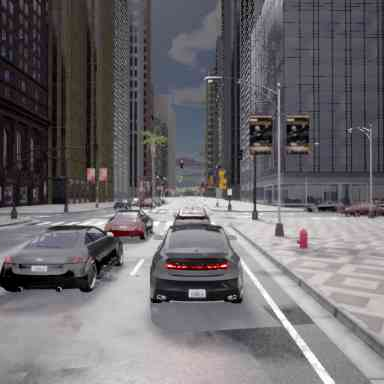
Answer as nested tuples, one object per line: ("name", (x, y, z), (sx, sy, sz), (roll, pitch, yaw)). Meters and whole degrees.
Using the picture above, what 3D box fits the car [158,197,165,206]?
("car", (-6.670, 1.655, 60.057), (2.097, 1.767, 4.553), (0, 0, 0))

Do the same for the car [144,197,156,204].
("car", (-9.881, 1.990, 78.324), (2.033, 1.411, 5.357), (0, 0, 0))

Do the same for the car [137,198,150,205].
("car", (-9.867, 1.926, 67.730), (1.994, 1.385, 4.181), (0, 0, 1))

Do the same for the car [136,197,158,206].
("car", (-6.679, 1.709, 50.020), (1.882, 1.535, 5.008), (0, 0, 0))

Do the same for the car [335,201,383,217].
("car", (15.267, 1.577, 29.235), (4.206, 1.307, 1.802), (0, 0, -1))

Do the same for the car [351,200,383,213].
("car", (20.762, 1.643, 37.856), (4.313, 1.339, 1.947), (0, 0, -1))

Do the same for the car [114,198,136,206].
("car", (-9.930, 1.767, 48.290), (2.033, 1.411, 5.357), (0, 0, 0))

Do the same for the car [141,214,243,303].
("car", (0.087, 1.515, 8.189), (1.837, 1.490, 4.892), (0, 0, 0))

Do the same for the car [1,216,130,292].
("car", (-3.170, 1.576, 8.963), (1.994, 1.385, 4.181), (0, 0, 1))

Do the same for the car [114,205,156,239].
("car", (-3.178, 1.602, 17.362), (1.994, 1.385, 4.181), (0, 0, 0))

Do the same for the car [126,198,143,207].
("car", (-9.928, 1.778, 57.844), (2.128, 1.511, 4.902), (0, 0, 0))

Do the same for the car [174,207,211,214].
("car", (0.021, 1.530, 17.510), (2.128, 1.511, 4.902), (0, 0, 0))

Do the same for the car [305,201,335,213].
("car", (15.123, 1.662, 37.759), (4.313, 1.339, 1.947), (0, 0, -1))
